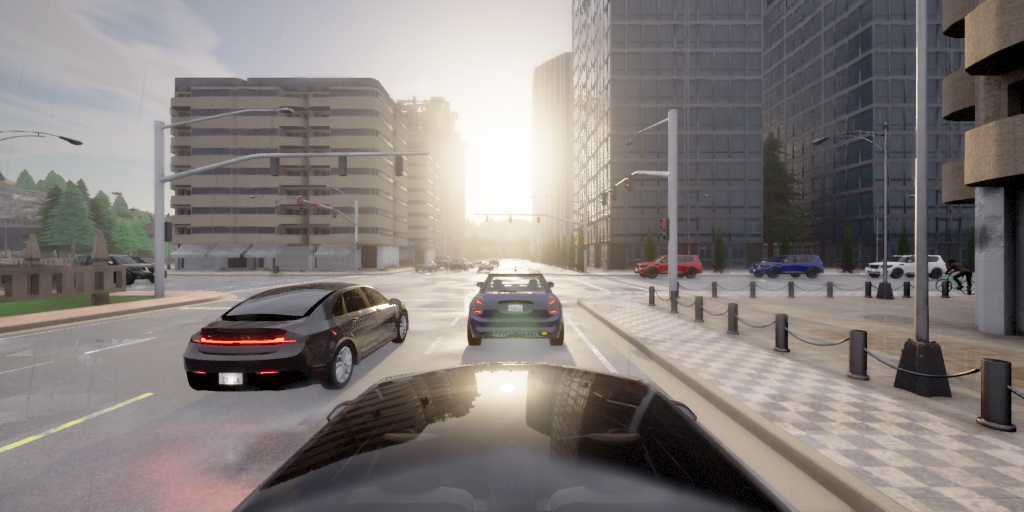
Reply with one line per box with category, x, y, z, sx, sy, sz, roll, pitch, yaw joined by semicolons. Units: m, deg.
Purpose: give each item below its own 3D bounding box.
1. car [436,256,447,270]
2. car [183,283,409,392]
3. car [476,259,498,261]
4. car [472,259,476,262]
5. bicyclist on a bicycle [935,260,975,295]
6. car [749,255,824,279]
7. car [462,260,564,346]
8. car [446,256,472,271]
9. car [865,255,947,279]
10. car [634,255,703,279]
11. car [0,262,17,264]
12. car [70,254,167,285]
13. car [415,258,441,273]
car;-10.521;0.971;54.305;2.150;2.045;5.566;0;0;0
car;-3.425;1.255;6.814;1.837;1.490;4.892;0;0;0
car;-3.326;1.350;47.639;1.895;1.301;4.718;0;0;0
car;-7.006;1.297;57.652;2.033;1.411;5.357;0;0;0
bicyclist on a bicycle;21.022;0.996;16.981;0.582;1.620;1.656;0;0;0
car;24.034;0.916;31.442;5.566;2.045;2.150;0;0;1
car;0.092;1.102;9.585;2.097;1.767;4.553;0;0;0
car;-7.033;1.102;48.181;2.097;1.767;4.553;0;0;0
car;34.396;0.916;31.372;5.566;2.045;2.150;0;0;0
car;13.714;0.916;31.515;5.566;2.045;2.150;0;0;0
car;-38.083;1.200;26.715;4.892;1.490;1.837;0;0;18
car;-27.311;0.916;24.866;5.566;2.045;2.150;0;0;3
car;-10.578;1.276;44.599;1.812;1.442;4.674;0;0;1
